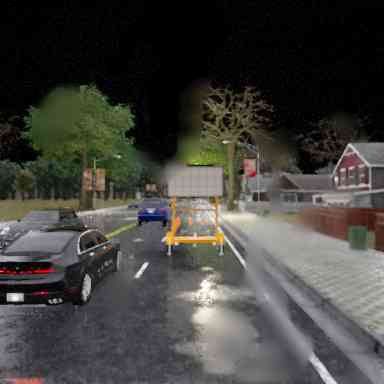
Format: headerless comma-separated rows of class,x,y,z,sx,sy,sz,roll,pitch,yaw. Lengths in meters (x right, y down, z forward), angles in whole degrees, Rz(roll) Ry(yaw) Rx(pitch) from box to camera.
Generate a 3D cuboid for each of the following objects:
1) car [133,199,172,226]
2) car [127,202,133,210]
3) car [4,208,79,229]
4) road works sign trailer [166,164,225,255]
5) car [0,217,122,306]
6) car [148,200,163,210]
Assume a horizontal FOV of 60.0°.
car,-2.888,1.541,26.308,2.150,2.045,5.566,0,-1,1
car,-9.291,2.306,54.643,1.895,1.301,4.718,0,-1,1
car,-6.451,1.534,14.803,2.097,1.767,4.553,0,-1,1
road works sign trailer,0.143,0.633,14.183,2.380,3.560,2.880,0,-1,1
car,-3.066,1.607,8.255,1.837,1.490,4.892,0,0,1
car,-6.035,2.186,55.132,1.882,1.535,5.008,0,-1,1
